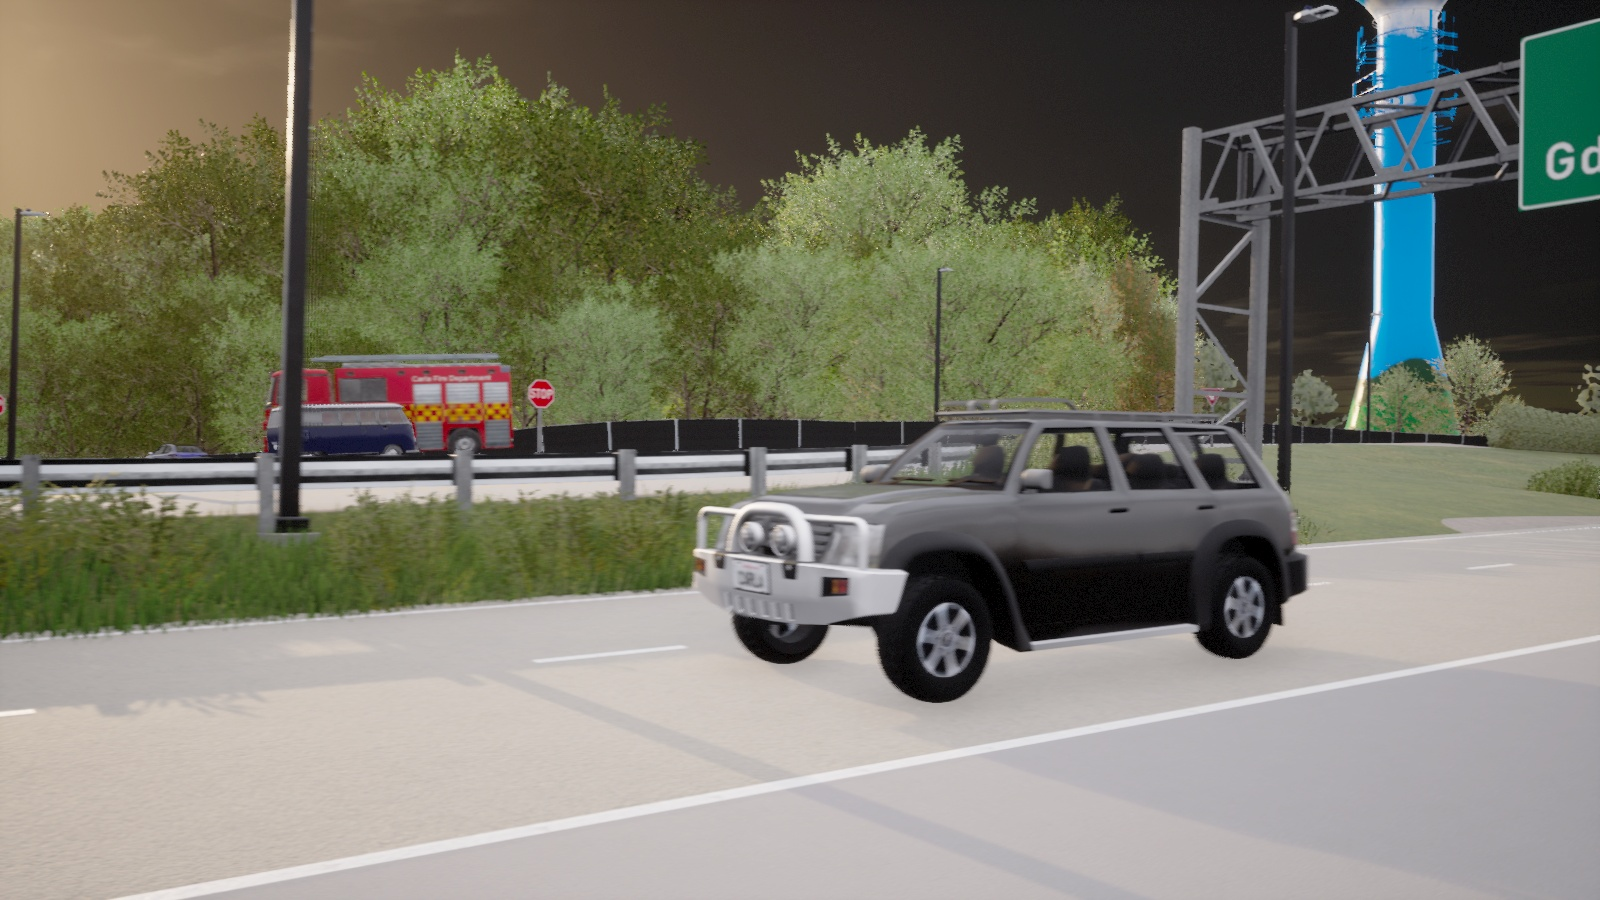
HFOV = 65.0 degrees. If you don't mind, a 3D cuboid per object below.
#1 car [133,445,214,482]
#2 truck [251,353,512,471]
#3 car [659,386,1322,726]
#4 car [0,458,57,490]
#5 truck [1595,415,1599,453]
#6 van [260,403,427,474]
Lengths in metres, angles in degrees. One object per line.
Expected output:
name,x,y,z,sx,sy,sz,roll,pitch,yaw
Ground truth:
car,-27.735,0.615,55.541,4.193,1.474,1.816,-3,-3,43
truck,-14.846,-1.361,45.070,8.468,3.827,2.891,-2,0,-16
car,1.498,0.576,8.965,4.605,1.855,1.932,0,0,-35
car,-40.619,1.265,63.590,5.357,1.411,2.033,-3,-2,17
truck,54.287,-0.955,80.267,5.204,2.467,2.627,2,0,-3
van,-14.138,-0.381,39.034,4.442,1.987,1.775,-3,1,-41
